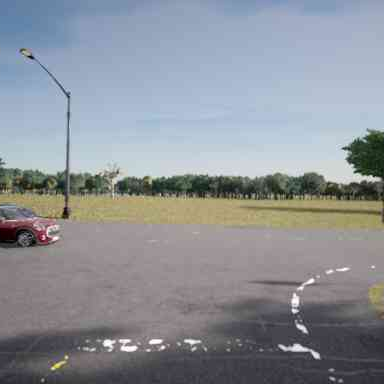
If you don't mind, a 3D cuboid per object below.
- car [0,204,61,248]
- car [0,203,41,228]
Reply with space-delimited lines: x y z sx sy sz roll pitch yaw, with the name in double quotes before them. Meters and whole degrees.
"car" -8.248 1.418 14.698 4.553 1.767 2.097 1 0 0
"car" -12.439 1.461 21.711 4.181 1.385 1.994 2 1 0
